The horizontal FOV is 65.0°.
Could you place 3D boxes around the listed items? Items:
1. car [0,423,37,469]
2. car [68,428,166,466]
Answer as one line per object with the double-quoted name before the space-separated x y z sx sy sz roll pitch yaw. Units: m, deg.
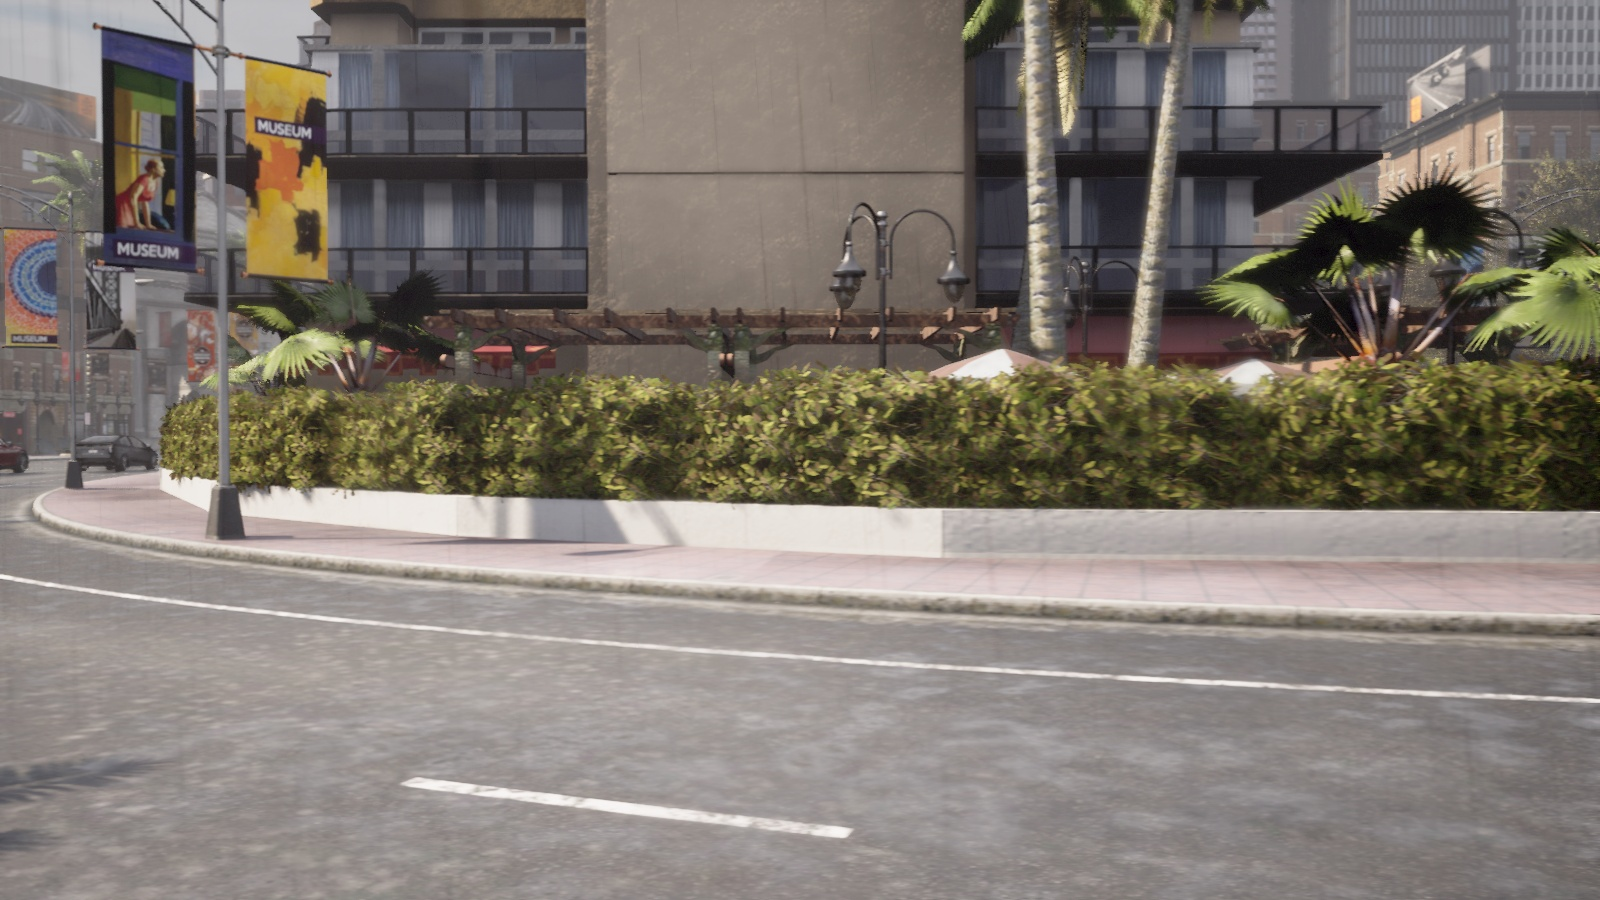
"car" -31.598 -0.175 48.434 2.097 1.767 4.553 0 1 -9
"car" -28.529 -0.138 52.614 2.007 1.525 4.514 0 1 -6
